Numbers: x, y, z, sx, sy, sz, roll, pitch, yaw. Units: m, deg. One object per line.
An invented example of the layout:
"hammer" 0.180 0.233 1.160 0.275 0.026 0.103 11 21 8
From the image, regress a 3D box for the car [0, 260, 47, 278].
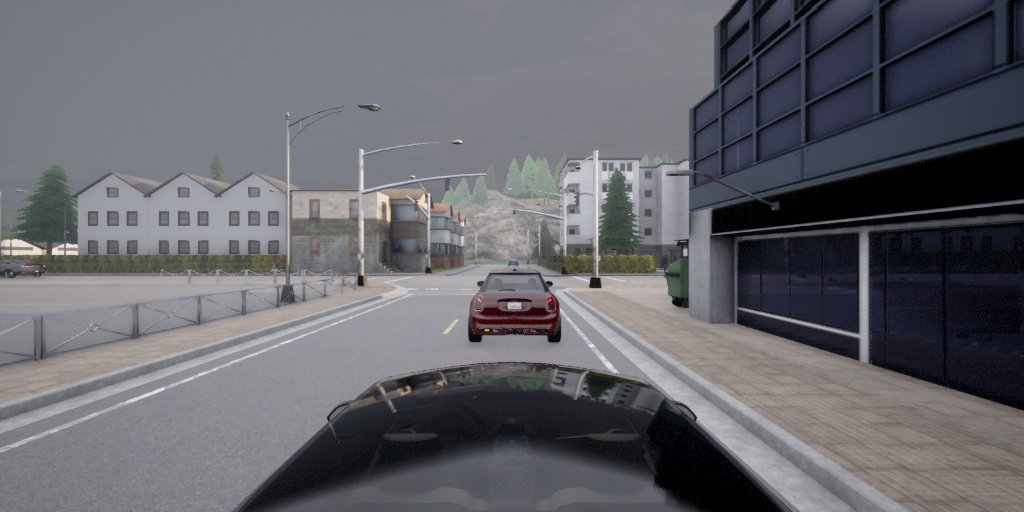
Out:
"car" -42.111 1.065 29.968 4.902 1.511 2.128 0 0 0

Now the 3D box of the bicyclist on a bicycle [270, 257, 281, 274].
"bicyclist on a bicycle" -22.221 0.874 33.725 0.582 1.620 1.656 0 0 0

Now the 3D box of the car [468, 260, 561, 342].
"car" 0.082 1.102 9.889 2.097 1.767 4.553 0 0 1
